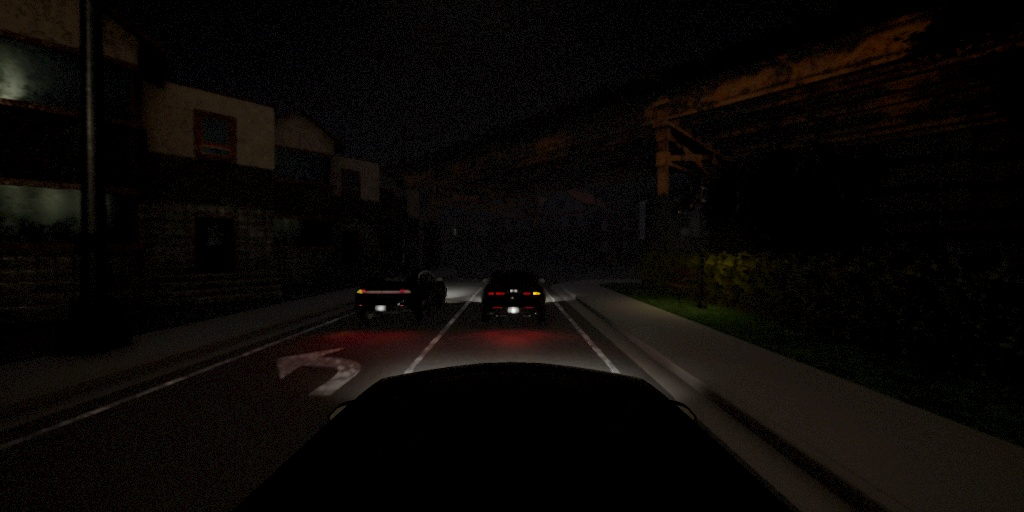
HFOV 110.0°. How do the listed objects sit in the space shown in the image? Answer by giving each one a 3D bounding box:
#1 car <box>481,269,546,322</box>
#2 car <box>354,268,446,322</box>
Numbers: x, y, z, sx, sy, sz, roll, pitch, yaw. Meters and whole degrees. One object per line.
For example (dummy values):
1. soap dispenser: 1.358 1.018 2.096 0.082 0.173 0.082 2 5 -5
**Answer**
1. car: 0.056 1.157 11.873 1.837 1.490 4.892 0 1 0
2. car: -3.444 1.144 11.867 2.128 1.511 4.902 0 1 0
